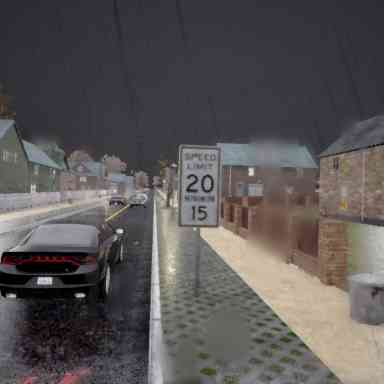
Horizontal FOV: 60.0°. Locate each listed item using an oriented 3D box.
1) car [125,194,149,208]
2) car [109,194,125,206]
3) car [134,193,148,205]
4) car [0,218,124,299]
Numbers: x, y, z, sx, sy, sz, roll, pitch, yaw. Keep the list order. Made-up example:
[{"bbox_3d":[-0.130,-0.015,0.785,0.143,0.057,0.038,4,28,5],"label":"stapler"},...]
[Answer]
[{"bbox_3d":[-6.199,1.104,38.659,2.033,1.411,5.357,2,0,-6],"label":"car"},{"bbox_3d":[-9.498,0.975,42.905,2.033,1.411,5.357,2,0,-6],"label":"car"},{"bbox_3d":[-7.336,0.972,48.291,1.812,1.442,4.674,2,0,-6],"label":"car"},{"bbox_3d":[-2.825,1.365,8.230,1.882,1.535,5.008,2,0,-6],"label":"car"}]
